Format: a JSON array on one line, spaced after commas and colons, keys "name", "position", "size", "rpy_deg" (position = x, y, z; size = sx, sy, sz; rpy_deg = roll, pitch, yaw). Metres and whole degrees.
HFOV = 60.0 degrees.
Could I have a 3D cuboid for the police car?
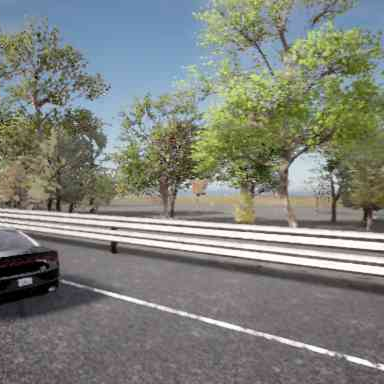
[{"name": "police car", "position": [-5.115, 1.427, 7.584], "size": [5.238, 1.638, 1.930], "rpy_deg": [0, 0, 36]}]
